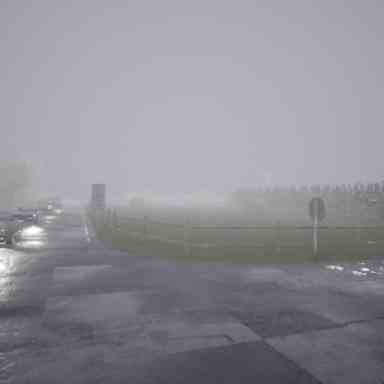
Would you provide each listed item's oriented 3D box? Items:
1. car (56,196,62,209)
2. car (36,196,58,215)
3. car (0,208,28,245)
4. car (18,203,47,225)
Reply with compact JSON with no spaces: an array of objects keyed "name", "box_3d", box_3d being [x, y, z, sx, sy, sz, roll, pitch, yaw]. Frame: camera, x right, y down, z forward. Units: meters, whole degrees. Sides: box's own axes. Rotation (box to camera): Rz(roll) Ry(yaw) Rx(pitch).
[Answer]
[{"name":"car","box_3d":[-21.807,1.644,52.658,2.150,2.045,5.566,2,-1,-19]},{"name":"car","box_3d":[-16.649,1.625,37.263,2.097,1.767,4.553,2,-1,-19]},{"name":"car","box_3d":[-9.216,1.633,15.519,1.994,1.385,4.181,2,-1,-19]},{"name":"car","box_3d":[-12.686,1.764,25.664,1.895,1.301,4.718,2,-1,-19]}]
